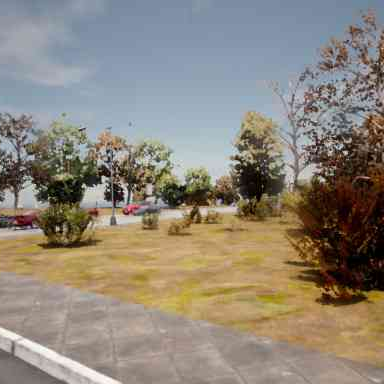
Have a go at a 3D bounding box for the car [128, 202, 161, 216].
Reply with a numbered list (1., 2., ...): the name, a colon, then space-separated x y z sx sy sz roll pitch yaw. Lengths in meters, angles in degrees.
1. car: -6.021 2.488 44.920 1.812 1.442 4.674 -3 -2 32

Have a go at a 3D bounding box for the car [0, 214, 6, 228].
1. car: -17.023 2.455 27.696 1.994 1.385 4.181 -3 -2 34

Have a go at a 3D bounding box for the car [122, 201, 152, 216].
1. car: -7.783 2.357 48.718 2.150 2.045 5.566 -3 -2 32

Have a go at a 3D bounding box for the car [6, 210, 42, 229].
1. car: -12.365 2.201 27.986 1.882 1.535 5.008 -3 -2 33

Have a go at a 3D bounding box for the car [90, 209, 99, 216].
1. car: -12.154 2.387 35.185 1.882 1.535 5.008 -3 -2 33
